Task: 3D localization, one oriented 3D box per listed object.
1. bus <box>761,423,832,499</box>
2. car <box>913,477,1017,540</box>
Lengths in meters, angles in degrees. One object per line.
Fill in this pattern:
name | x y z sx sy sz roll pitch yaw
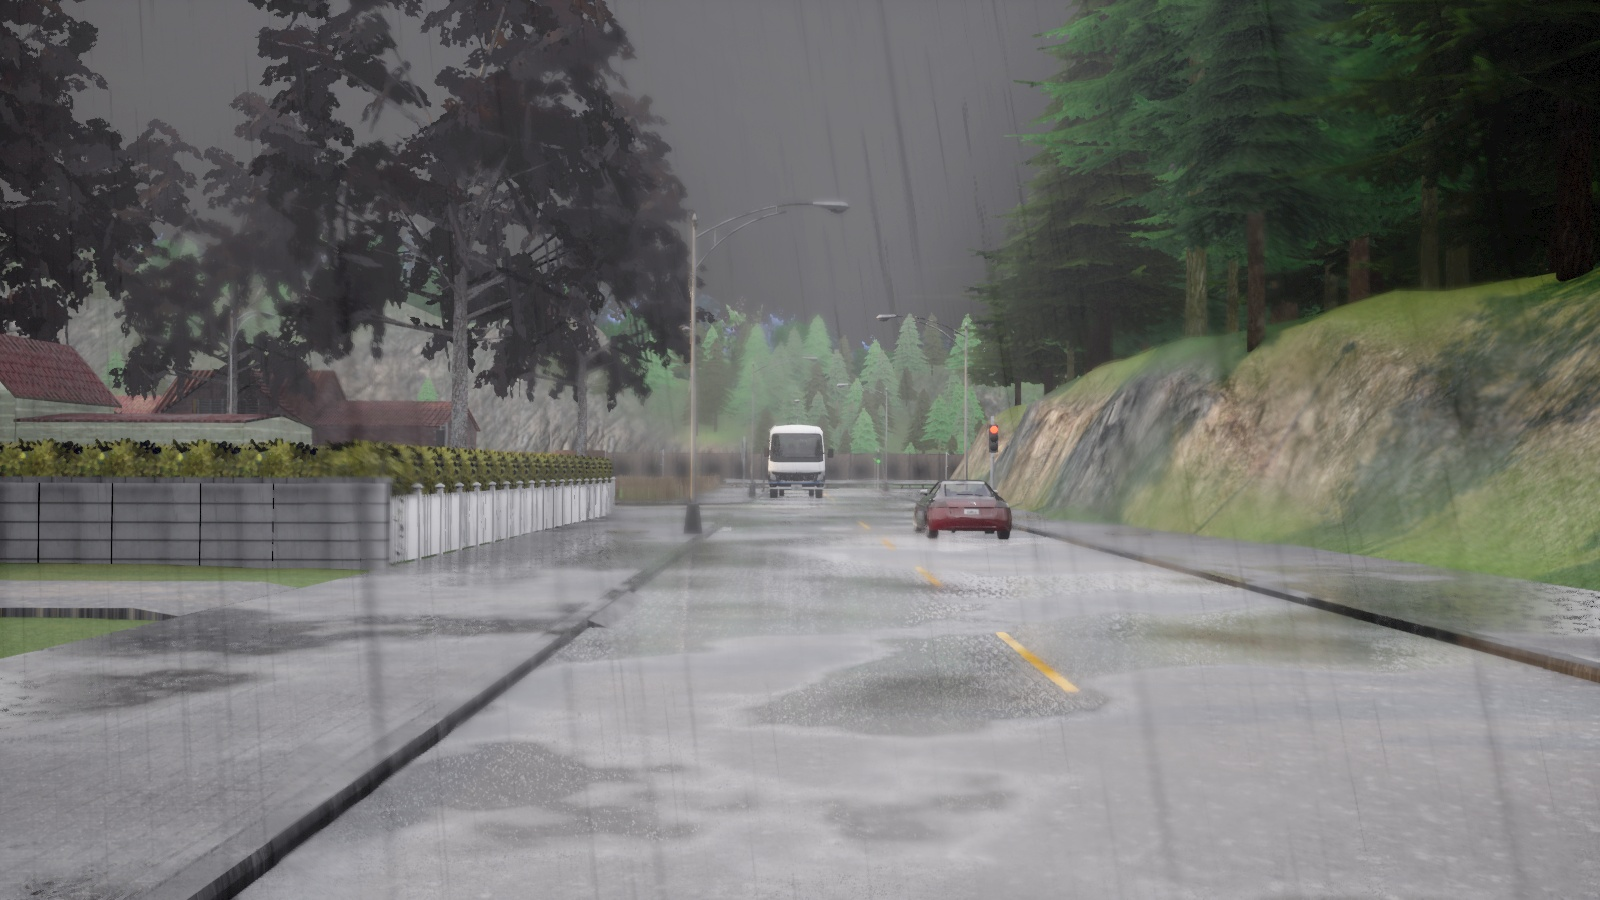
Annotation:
bus | -0.192 0.698 75.175 3.944 4.253 10.273 0 -1 0
car | 3.919 1.374 30.520 1.994 1.385 4.181 0 -1 0
